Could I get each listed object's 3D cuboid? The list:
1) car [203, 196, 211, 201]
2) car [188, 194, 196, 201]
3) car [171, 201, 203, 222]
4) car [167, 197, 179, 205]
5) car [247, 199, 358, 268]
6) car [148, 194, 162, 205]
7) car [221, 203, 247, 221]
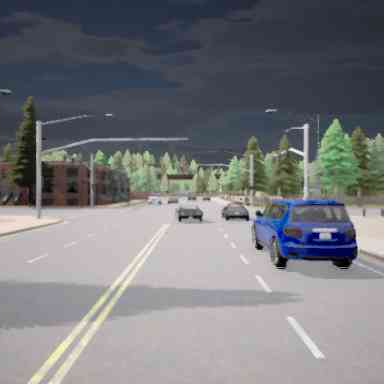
[{"bbox_3d":[3.522,1.575,80.442,1.895,1.301,4.718,0,0,0],"label":"car"},{"bbox_3d":[0.022,1.335,80.383,2.097,1.767,4.553,0,0,0],"label":"car"},{"bbox_3d":[-0.387,1.645,26.972,1.895,1.301,4.718,0,0,-8],"label":"car"},{"bbox_3d":[-3.506,1.665,63.004,1.994,1.385,4.181,0,0,1],"label":"car"},{"bbox_3d":[3.533,1.242,11.440,2.150,2.045,5.566,0,0,1],"label":"car"},{"bbox_3d":[-7.005,1.323,62.968,2.150,2.045,5.566,0,0,1],"label":"car"},{"bbox_3d":[3.558,1.611,27.955,1.994,1.385,4.181,0,0,0],"label":"car"}]
